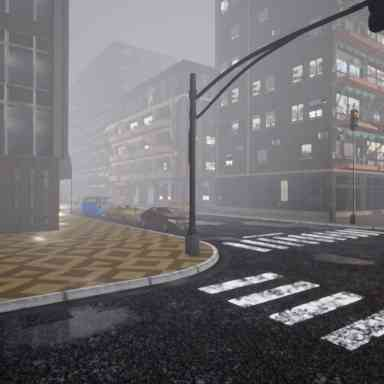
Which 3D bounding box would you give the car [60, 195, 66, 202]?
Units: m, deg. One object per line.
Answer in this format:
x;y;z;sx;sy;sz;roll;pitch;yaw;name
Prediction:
-27.873;1.360;70.745;1.967;1.590;4.097;0;0;-36;car

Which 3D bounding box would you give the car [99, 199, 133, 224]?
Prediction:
-4.861;1.458;24.309;1.752;1.417;4.829;0;0;-36;car

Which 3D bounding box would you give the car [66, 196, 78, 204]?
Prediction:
-21.368;1.447;61.681;1.752;1.417;4.829;0;0;-36;car

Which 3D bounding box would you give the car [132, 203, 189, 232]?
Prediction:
-1.659;1.526;19.846;1.802;1.307;4.206;0;0;-36;car

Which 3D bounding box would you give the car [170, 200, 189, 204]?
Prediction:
-1.554;1.487;34.073;1.752;1.417;4.829;0;0;-36;car

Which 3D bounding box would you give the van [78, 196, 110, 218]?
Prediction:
-8.263;1.265;29.049;1.690;1.788;3.998;0;0;-36;van
